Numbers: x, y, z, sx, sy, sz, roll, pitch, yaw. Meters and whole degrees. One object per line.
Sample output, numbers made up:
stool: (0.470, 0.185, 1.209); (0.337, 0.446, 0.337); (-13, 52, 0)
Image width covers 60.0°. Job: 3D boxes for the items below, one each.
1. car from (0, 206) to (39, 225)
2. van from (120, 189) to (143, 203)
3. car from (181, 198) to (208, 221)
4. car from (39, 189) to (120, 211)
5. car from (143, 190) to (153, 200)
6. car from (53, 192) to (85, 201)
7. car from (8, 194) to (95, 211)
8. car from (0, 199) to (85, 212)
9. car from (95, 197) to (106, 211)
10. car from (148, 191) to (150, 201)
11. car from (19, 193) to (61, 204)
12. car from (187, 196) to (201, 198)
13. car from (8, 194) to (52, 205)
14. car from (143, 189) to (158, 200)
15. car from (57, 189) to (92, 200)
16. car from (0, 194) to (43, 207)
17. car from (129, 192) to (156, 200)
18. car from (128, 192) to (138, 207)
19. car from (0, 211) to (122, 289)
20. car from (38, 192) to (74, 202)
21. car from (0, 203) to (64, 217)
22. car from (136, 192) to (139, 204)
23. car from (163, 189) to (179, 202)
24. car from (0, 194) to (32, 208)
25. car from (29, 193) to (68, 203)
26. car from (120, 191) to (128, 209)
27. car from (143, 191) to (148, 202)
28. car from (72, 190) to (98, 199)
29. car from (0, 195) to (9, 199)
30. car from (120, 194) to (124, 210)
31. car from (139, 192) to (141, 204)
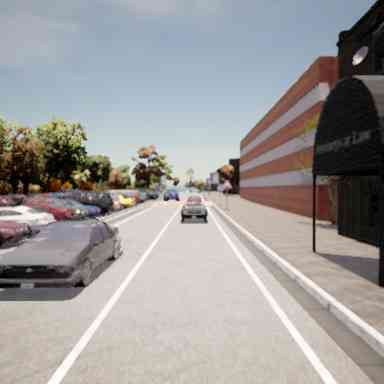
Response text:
car: (-9.302, 1.492, 13.861); (4.674, 1.452, 2.002); (0, 1, 0)
van: (-9.331, 0.758, 44.945); (4.442, 1.987, 1.878); (0, 1, 0)
car: (0.162, 1.418, 24.989); (1.895, 1.301, 4.718); (0, 1, 0)
car: (-9.289, 0.990, 27.992); (5.566, 2.045, 2.435); (0, 1, 0)
car: (-9.189, 0.894, 53.425); (4.674, 1.452, 2.002); (0, 1, 0)
car: (-21.755, 0.767, 59.025); (4.892, 1.521, 2.231); (0, 1, 0)
car: (-9.308, 1.202, 22.343); (4.553, 1.767, 2.185); (0, 1, 0)
car: (-9.279, 1.371, 19.520); (5.008, 1.535, 2.097); (0, 1, 0)
car: (-9.271, 1.325, 25.171); (4.674, 1.452, 2.002); (0, 1, 0)
car: (-9.202, 0.938, 50.600); (4.674, 1.452, 2.002); (0, 1, 0)
car: (-21.771, 0.940, 47.731); (5.008, 1.535, 2.097); (0, 1, 0)
car: (0.283, 1.142, 42.374); (1.994, 1.385, 4.181); (0, 1, 0)
car: (-21.812, 1.013, 44.908); (4.792, 1.488, 2.163); (0, 1, 0)
car: (-9.170, 0.766, 59.075); (5.008, 1.535, 2.097); (0, 1, 0)
car: (-21.714, 0.470, 61.720); (5.566, 2.045, 2.435); (0, 1, 0)
car: (-21.795, 1.028, 41.960); (5.008, 1.535, 2.097); (0, 1, 0)
car: (-9.166, 0.759, 61.902); (4.674, 1.452, 2.002); (0, 1, 0)
car: (-9.052, 1.110, 36.471); (5.366, 1.575, 1.946); (0, 1, 0)
car: (-3.341, 1.511, 9.419); (2.033, 1.411, 5.357); (0, 0, 0)
car: (-21.756, 0.855, 53.378); (4.892, 1.521, 2.231); (0, 1, 0)
car: (-9.289, 1.454, 16.695); (4.674, 1.452, 2.002); (0, 1, 0)
car: (-9.416, 1.067, 39.298); (5.366, 1.575, 1.946); (0, 1, 0)
car: (-3.076, 0.561, 50.252); (2.150, 2.045, 5.566); (0, -4, 1)
car: (-21.794, 1.071, 39.137); (5.008, 1.535, 2.097); (0, 1, 0)
car: (-21.763, 0.897, 50.555); (5.008, 1.535, 2.097); (0, 1, 0)
car: (-9.277, 1.030, 33.645); (4.553, 1.767, 2.185); (0, 1, 0)
car: (-9.178, 0.970, 47.774); (4.792, 1.488, 2.163); (0, 1, 0)
car: (-21.663, 0.492, 67.501); (4.553, 1.767, 2.185); (0, 0, 0)
car: (-21.819, 1.157, 33.491); (5.008, 1.535, 2.097); (0, 1, 0)
car: (-9.439, 1.196, 30.822); (5.366, 1.575, 1.946); (0, 1, 0)
car: (-9.220, 1.067, 42.123); (4.674, 1.452, 2.002); (0, 1, 0)
